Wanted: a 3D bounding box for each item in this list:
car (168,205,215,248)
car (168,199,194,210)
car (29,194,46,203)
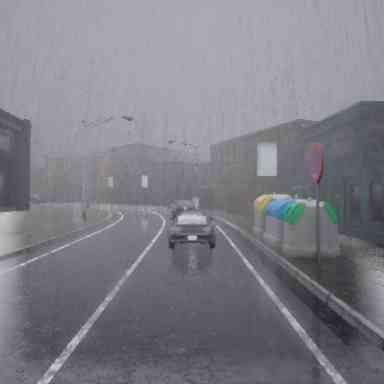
[{"bbox_3d":[0.000,1.536,14.624,1.812,1.442,4.674,0,0,0],"label":"car"},{"bbox_3d":[-0.914,1.379,29.843,2.097,1.767,4.553,0,0,-10],"label":"car"},{"bbox_3d":[-28.821,1.179,60.508,4.553,1.767,2.097,1,-1,23],"label":"car"}]
